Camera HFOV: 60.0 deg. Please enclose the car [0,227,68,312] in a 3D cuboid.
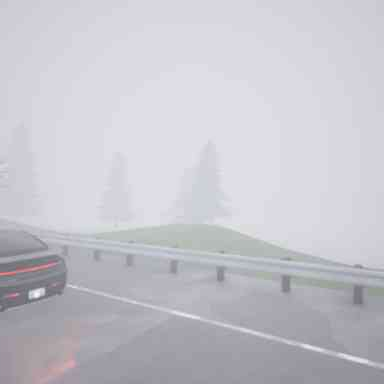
[{"bbox_3d":[-4.709,1.515,7.116,4.892,1.490,1.837,0,0,34],"label":"car"}]
